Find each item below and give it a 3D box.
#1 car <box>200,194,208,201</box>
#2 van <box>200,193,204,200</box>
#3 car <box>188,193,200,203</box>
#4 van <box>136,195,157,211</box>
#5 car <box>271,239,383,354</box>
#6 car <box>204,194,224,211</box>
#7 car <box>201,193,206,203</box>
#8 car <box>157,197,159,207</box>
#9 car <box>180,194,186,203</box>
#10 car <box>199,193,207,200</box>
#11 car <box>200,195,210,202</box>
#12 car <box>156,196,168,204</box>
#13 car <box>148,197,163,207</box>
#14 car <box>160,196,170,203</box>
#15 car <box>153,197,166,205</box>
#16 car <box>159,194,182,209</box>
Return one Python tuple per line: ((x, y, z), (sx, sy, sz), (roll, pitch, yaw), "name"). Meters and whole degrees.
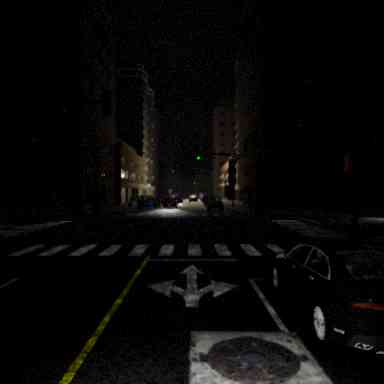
((3.002, 1.367, 86.117), (1.967, 1.590, 4.097), (0, 0, 0), "car")
((2.903, 1.292, 63.440), (1.690, 1.788, 3.998), (0, 0, 0), "van")
((0.269, 1.461, 70.751), (2.128, 1.511, 4.902), (0, 0, 0), "car")
((-5.720, 1.310, 40.798), (1.690, 1.788, 3.998), (0, 0, 0), "van")
((2.666, 1.545, 6.114), (2.008, 1.369, 4.403), (0, 0, 0), "car")
((2.806, 1.409, 40.764), (1.967, 1.590, 4.097), (0, 0, 0), "car")
((2.855, 1.401, 52.102), (1.967, 1.590, 4.097), (0, 0, 0), "car")
((-5.695, 1.405, 46.467), (1.967, 1.590, 4.097), (0, 0, 0), "car")
((-2.756, 1.551, 65.125), (1.895, 1.301, 4.718), (0, 0, 0), "car")
((3.026, 1.235, 91.786), (2.192, 1.841, 5.009), (0, 0, 0), "car")
((2.953, 1.491, 74.779), (2.008, 1.369, 4.403), (0, 0, 0), "car")
((-5.622, 1.517, 63.472), (1.947, 1.339, 4.313), (0, 0, 0), "car")
((-5.671, 1.527, 52.135), (1.947, 1.339, 4.313), (0, 0, 0), "car")
((-5.598, 1.471, 68.969), (1.752, 1.417, 4.829), (0, 0, 0), "car")
((-5.646, 1.538, 57.803), (1.802, 1.307, 4.206), (0, 0, 0), "car")
((-2.920, 1.456, 45.789), (2.128, 1.511, 4.902), (0, 0, 0), "car")
